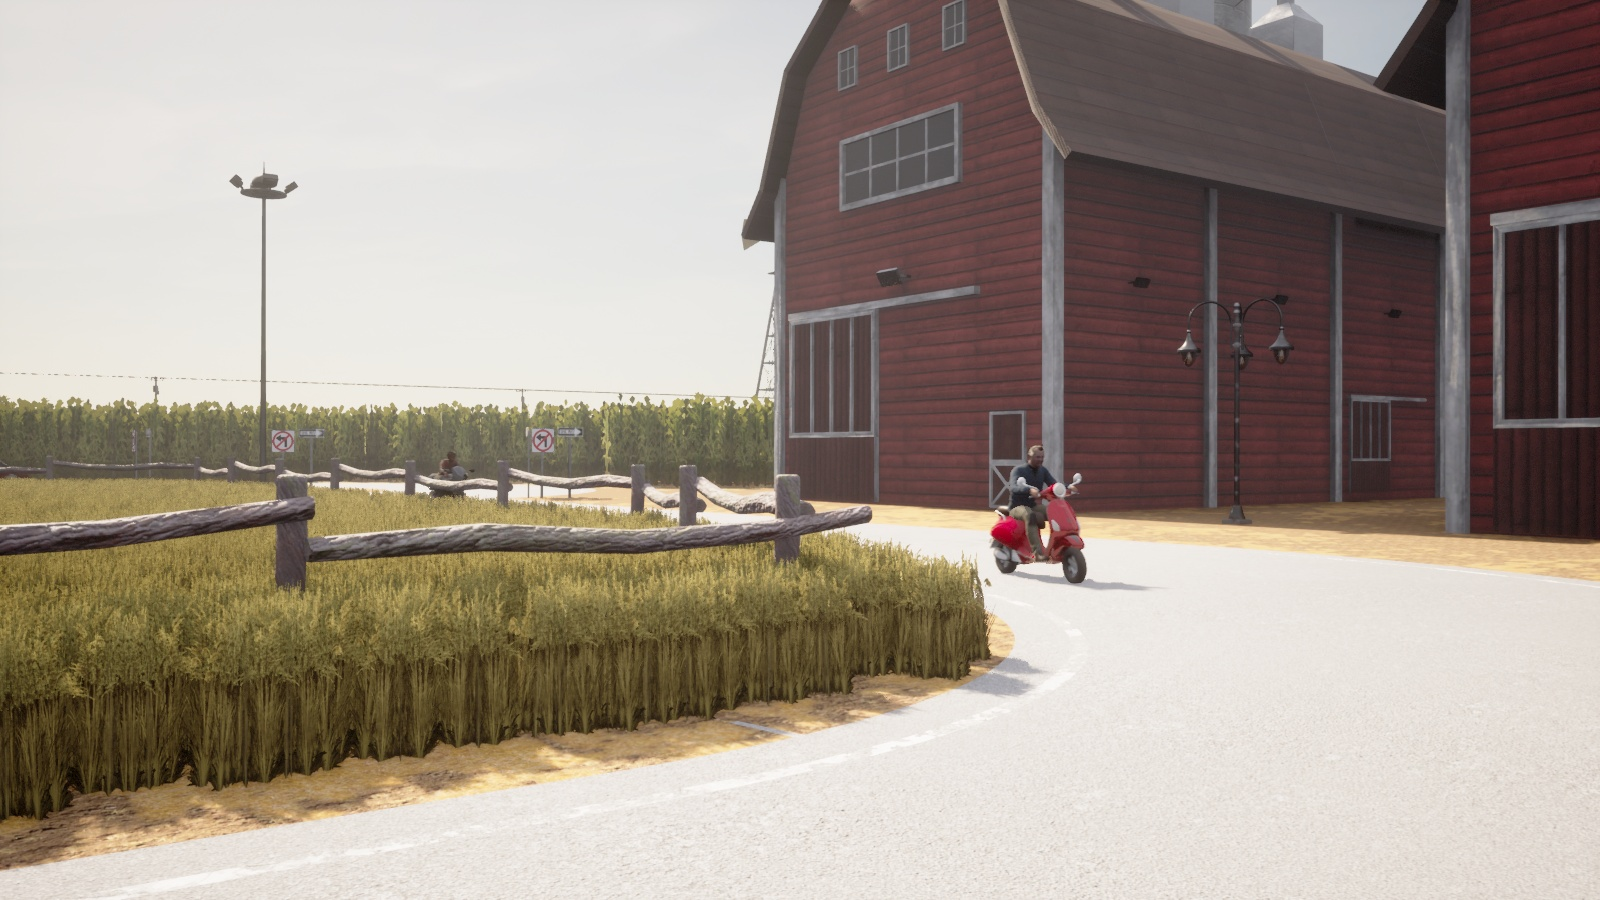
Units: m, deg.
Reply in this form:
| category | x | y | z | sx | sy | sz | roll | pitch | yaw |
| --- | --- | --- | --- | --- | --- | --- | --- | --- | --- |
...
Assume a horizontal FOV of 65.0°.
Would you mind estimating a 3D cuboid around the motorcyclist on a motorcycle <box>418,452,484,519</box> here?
| category | x | y | z | sx | sy | sz | roll | pitch | yaw |
| --- | --- | --- | --- | --- | --- | --- | --- | --- | --- |
| motorcyclist on a motorcycle | -8.317 | 0.818 | 29.863 | 0.797 | 1.523 | 2.044 | 0 | 0 | -38 |

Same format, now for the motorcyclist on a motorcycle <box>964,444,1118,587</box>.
| category | x | y | z | sx | sy | sz | roll | pitch | yaw |
| --- | --- | --- | --- | --- | --- | --- | --- | --- | --- |
| motorcyclist on a motorcycle | 2.839 | 0.729 | 14.987 | 0.866 | 1.590 | 1.817 | 0 | 0 | -27 |

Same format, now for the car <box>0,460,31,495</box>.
| category | x | y | z | sx | sy | sz | roll | pitch | yaw |
| --- | --- | --- | --- | --- | --- | --- | --- | --- | --- |
| car | -30.552 | 1.022 | 45.822 | 1.895 | 1.301 | 4.718 | 0 | 0 | 3 |
